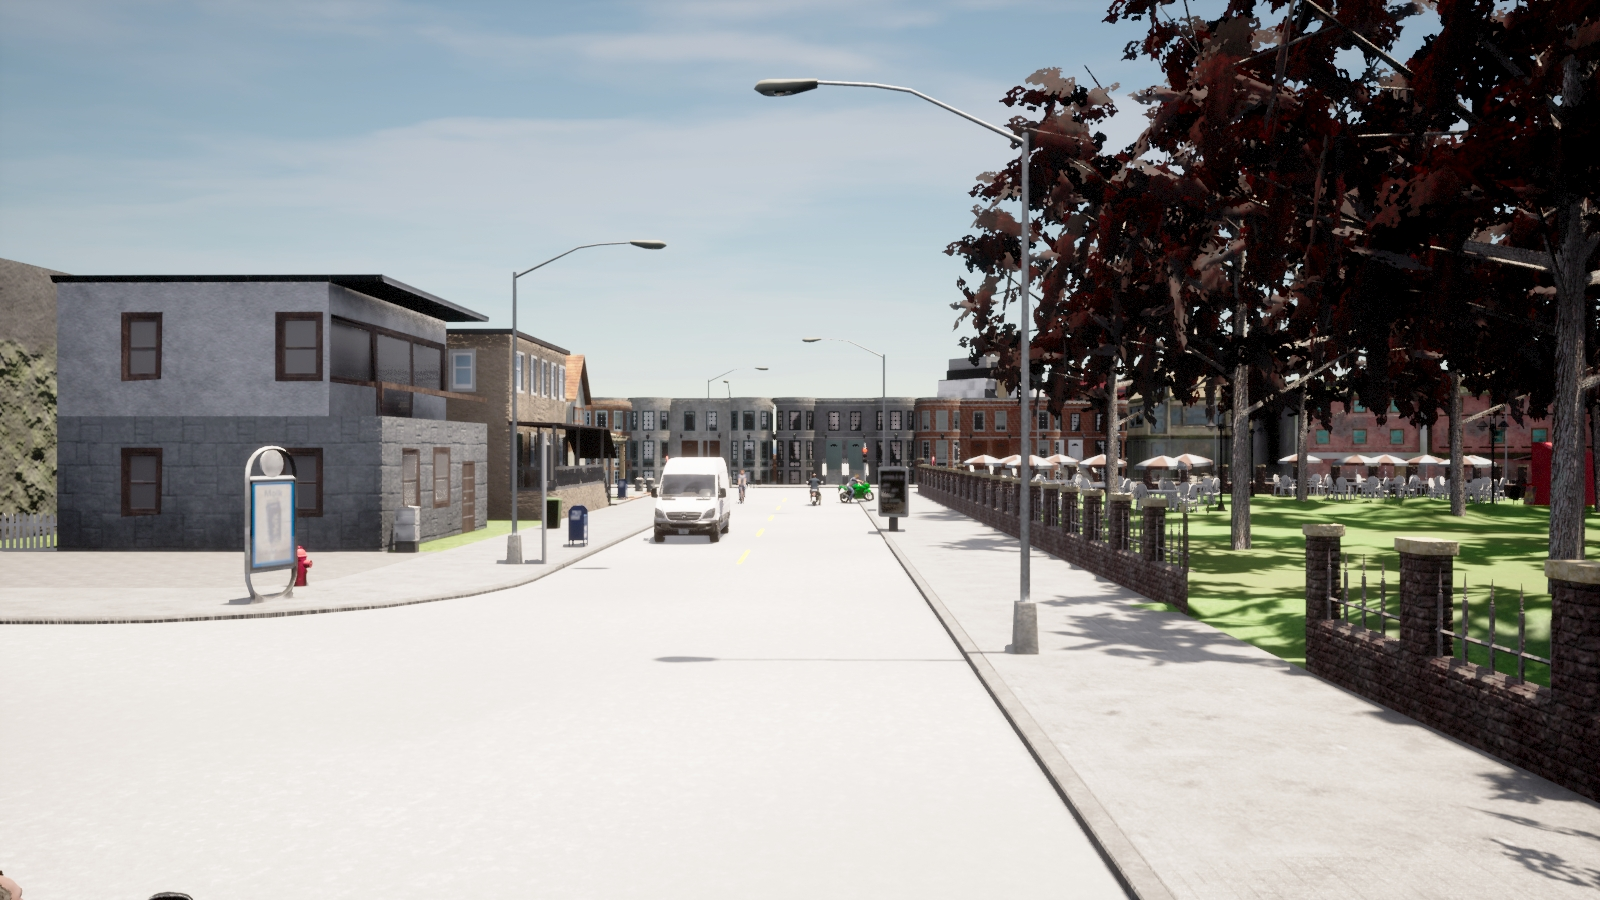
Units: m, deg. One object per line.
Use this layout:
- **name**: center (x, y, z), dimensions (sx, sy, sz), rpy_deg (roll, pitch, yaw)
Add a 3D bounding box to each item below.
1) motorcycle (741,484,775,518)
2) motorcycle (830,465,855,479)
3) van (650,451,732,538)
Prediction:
- **motorcycle**: center (-1.677, 1.985, 45.065), dimensions (0.867, 1.251, 2.209), rpy_deg (0, 0, -15)
- **motorcycle**: center (3.779, 1.939, 101.151), dimensions (2.033, 1.145, 0.803), rpy_deg (-5, -2, 27)
- **van**: center (-3.393, 1.314, 36.728), dimensions (1.988, 2.561, 5.915), rpy_deg (0, 0, 1)
